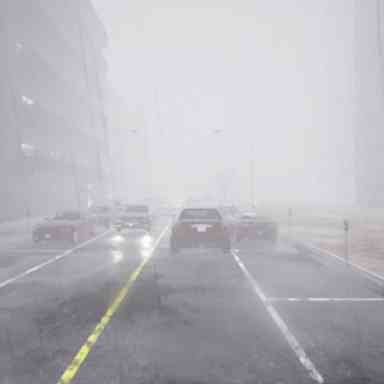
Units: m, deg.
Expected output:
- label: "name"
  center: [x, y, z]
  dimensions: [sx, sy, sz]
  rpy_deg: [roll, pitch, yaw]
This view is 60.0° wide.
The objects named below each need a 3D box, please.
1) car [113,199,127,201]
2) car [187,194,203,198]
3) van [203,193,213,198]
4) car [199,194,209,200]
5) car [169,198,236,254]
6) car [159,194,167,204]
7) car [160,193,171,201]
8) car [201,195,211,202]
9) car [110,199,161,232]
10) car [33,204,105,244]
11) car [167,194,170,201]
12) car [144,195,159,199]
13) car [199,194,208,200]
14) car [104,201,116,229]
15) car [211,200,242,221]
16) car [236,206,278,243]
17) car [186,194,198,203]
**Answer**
- label: "car"
  center: [-5.700, 1.313, 26.540]
  dimensions: [1.967, 1.590, 4.097]
  rpy_deg: [1, 0, 0]
- label: "car"
  center: [0.065, 1.278, 41.873]
  dimensions: [1.882, 1.535, 5.008]
  rpy_deg: [0, 0, 0]
- label: "van"
  center: [2.683, 1.068, 57.782]
  dimensions: [1.690, 1.788, 3.998]
  rpy_deg: [1, 0, 0]
- label: "car"
  center: [2.766, 1.190, 76.674]
  dimensions: [2.008, 1.369, 4.403]
  rpy_deg: [1, 0, 0]
- label: "car"
  center: [0.227, 1.287, 13.458]
  dimensions: [2.097, 1.767, 4.553]
  rpy_deg: [0, 0, -3]
- label: "car"
  center: [-5.728, 1.182, 54.388]
  dimensions: [1.967, 1.590, 4.097]
  rpy_deg: [1, 0, 0]
- label: "car"
  center: [-5.870, 1.090, 74.431]
  dimensions: [1.967, 1.590, 4.097]
  rpy_deg: [1, 0, 0]
- label: "car"
  center: [2.729, 1.232, 66.244]
  dimensions: [1.887, 1.381, 4.507]
  rpy_deg: [1, 0, 0]
- label: "car"
  center: [-3.116, 1.411, 19.321]
  dimensions: [1.837, 1.490, 4.892]
  rpy_deg: [0, 0, 0]
- label: "car"
  center: [-5.692, 1.470, 15.401]
  dimensions: [1.887, 1.381, 4.507]
  rpy_deg: [1, 0, 0]
- label: "car"
  center: [-5.814, 1.273, 65.528]
  dimensions: [1.802, 1.307, 4.206]
  rpy_deg: [1, 0, 0]
- label: "car"
  center: [-5.716, 1.376, 43.250]
  dimensions: [1.802, 1.307, 4.206]
  rpy_deg: [1, 0, 0]
- label: "car"
  center: [2.761, 1.165, 82.244]
  dimensions: [2.008, 1.369, 4.403]
  rpy_deg: [1, 0, 0]
- label: "car"
  center: [-5.697, 1.465, 20.971]
  dimensions: [1.947, 1.339, 4.313]
  rpy_deg: [1, 0, 0]
- label: "car"
  center: [2.679, 1.423, 26.546]
  dimensions: [2.008, 1.369, 4.403]
  rpy_deg: [1, 0, 0]
- label: "car"
  center: [2.688, 1.470, 15.407]
  dimensions: [1.887, 1.381, 4.507]
  rpy_deg: [1, 0, 0]
- label: "car"
  center: [0.050, 1.208, 59.949]
  dimensions: [2.128, 1.511, 4.902]
  rpy_deg: [0, 0, 0]
